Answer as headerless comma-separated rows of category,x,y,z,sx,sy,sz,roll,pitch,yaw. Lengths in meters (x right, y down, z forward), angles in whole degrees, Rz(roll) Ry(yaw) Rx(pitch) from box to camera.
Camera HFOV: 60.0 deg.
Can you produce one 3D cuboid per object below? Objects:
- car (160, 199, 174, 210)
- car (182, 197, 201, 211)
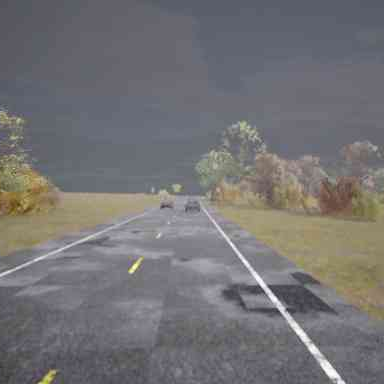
car,-3.591,1.772,48.448,2.033,1.411,5.357,0,0,0
car,0.088,1.692,43.314,2.128,1.511,4.902,0,0,0
